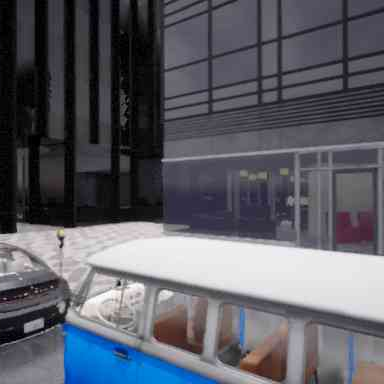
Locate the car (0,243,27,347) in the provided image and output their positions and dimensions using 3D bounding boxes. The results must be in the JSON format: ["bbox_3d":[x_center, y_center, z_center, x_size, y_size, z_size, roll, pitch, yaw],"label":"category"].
[{"bbox_3d":[-3.901,1.566,5.751,4.403,1.369,2.008,0,0,36],"label":"car"}]

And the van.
[{"bbox_3d":[0.673,1.343,2.487,3.998,1.788,1.690,0,0,36],"label":"van"}]
